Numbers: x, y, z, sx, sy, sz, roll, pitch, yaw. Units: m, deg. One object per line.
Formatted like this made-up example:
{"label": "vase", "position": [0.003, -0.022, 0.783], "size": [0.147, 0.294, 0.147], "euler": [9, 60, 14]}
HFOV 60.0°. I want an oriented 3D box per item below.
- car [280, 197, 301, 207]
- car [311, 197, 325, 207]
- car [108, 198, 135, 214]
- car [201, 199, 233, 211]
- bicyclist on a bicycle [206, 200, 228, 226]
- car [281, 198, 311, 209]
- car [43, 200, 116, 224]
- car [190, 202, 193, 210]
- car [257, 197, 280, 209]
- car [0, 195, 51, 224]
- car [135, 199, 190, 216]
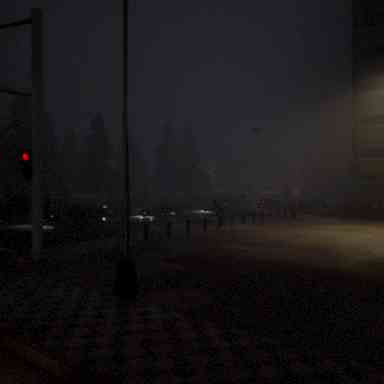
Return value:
{"label": "car", "position": [15.863, 1.589, 53.459], "size": [1.994, 1.385, 4.181], "euler": [0, 0, 36]}
{"label": "car", "position": [19.434, 1.568, 52.440], "size": [2.033, 1.411, 5.357], "euler": [0, 0, 36]}
{"label": "car", "position": [-7.630, 1.385, 32.936], "size": [2.097, 1.767, 4.553], "euler": [0, 0, 36]}
{"label": "car", "position": [3.278, 1.577, 42.165], "size": [2.033, 1.411, 5.357], "euler": [0, 0, 36]}
{"label": "bicyclist on a bicycle", "position": [1.552, 1.317, 20.874], "size": [1.656, 1.620, 0.582], "euler": [0, 0, 36]}
{"label": "car", "position": [14.046, 1.546, 44.907], "size": [1.812, 1.442, 4.674], "euler": [0, 0, 36]}
{"label": "car", "position": [-8.749, 1.576, 25.349], "size": [2.033, 1.411, 5.357], "euler": [0, 0, 36]}
{"label": "car", "position": [-1.678, 1.559, 41.265], "size": [1.812, 1.442, 4.674], "euler": [0, 0, 36]}
{"label": "car", "position": [10.684, 1.529, 46.210], "size": [1.837, 1.490, 4.892], "euler": [0, 0, 36]}
{"label": "car", "position": [-13.236, 1.255, 25.087], "size": [2.150, 2.045, 5.566], "euler": [0, 0, 36]}
{"label": "car", "position": [-2.897, 1.576, 33.541], "size": [2.033, 1.411, 5.357], "euler": [0, 0, 36]}
